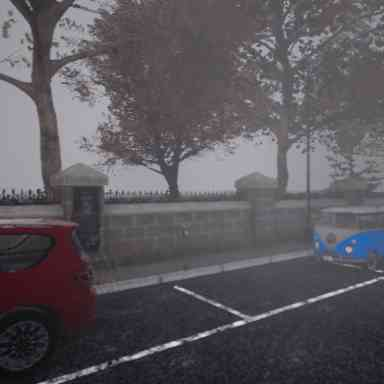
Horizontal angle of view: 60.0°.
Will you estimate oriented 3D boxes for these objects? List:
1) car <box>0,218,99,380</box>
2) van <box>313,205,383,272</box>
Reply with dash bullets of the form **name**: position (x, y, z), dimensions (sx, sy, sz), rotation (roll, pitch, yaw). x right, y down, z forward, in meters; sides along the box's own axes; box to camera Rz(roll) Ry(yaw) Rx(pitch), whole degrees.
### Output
- **car**: position (-3.658, 1.316, 3.949), dimensions (5.009, 1.841, 2.192), rotation (0, 0, -36)
- **van**: position (5.502, 1.330, 10.497), dimensions (3.998, 1.788, 1.690), rotation (0, 0, -36)
